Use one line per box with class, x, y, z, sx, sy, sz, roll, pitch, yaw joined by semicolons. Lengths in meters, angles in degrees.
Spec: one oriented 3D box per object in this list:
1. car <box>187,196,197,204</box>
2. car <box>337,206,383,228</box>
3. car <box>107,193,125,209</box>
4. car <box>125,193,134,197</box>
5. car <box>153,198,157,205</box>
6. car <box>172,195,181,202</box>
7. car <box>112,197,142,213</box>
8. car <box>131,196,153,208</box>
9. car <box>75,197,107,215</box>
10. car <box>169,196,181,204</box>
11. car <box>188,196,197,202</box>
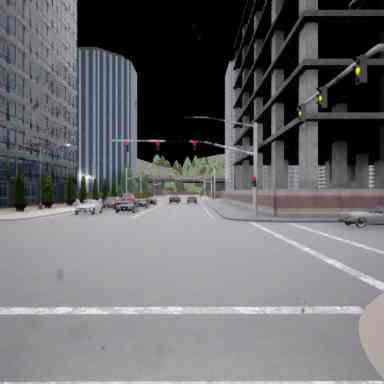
car;0.024;1.492;64.567;2.128;1.511;4.902;0;0;0
car;11.888;1.545;21.239;4.718;1.301;1.895;0;0;0
car;-10.583;1.352;43.376;2.097;1.767;4.553;0;0;0
car;-10.576;1.221;53.792;2.150;2.045;5.566;0;0;0
car;-7.062;1.601;56.709;1.895;1.301;4.718;0;0;0
car;-3.473;1.508;73.644;1.812;1.442;4.674;0;0;0
car;-7.086;1.564;36.760;1.994;1.385;4.181;0;0;0
car;-7.082;1.564;46.669;1.994;1.385;4.181;0;0;0
car;-10.586;1.526;34.443;1.812;1.442;4.674;0;0;0
car;-3.476;1.505;64.570;1.837;1.490;4.892;0;0;0
car;0.027;1.579;73.673;1.895;1.301;4.718;0;0;0
